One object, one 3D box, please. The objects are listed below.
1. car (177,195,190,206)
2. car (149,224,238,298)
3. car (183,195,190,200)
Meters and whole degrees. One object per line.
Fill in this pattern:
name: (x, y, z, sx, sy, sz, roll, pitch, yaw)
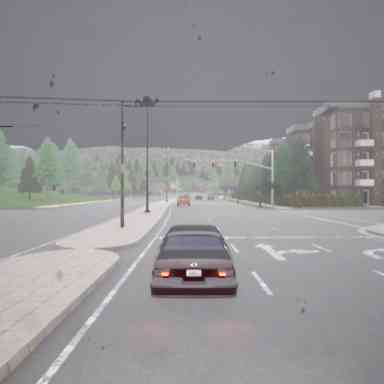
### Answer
car: (-1.369, 1.388, 54.429, 2.097, 1.767, 4.553, 0, 0, -1)
car: (0.041, 1.553, 8.684, 2.033, 1.411, 5.357, 0, 0, 0)
car: (-1.566, 1.587, 95.431, 1.812, 1.442, 4.674, 0, 0, 0)
